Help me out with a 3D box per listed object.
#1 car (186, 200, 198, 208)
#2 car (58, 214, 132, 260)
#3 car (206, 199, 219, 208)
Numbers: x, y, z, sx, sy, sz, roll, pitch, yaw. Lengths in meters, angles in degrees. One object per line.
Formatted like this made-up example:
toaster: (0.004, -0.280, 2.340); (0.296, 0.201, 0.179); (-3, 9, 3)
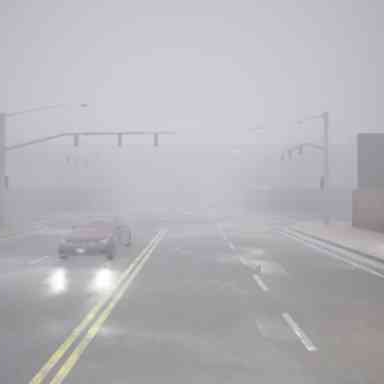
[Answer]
car: (-0.037, 1.963, 55.134); (2.033, 1.411, 5.357); (0, 0, 0)
car: (-3.543, 1.625, 12.969); (1.812, 1.442, 4.674); (0, 0, 1)
car: (3.463, 1.906, 55.137); (2.128, 1.511, 4.902); (0, 0, 0)
